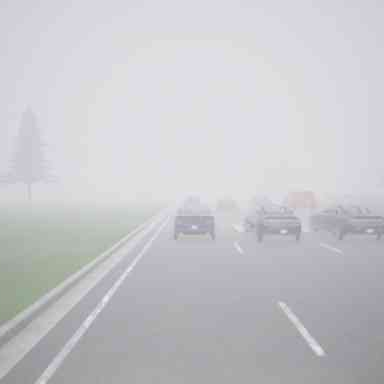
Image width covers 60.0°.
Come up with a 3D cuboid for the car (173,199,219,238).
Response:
[{"bbox_3d":[0.107,1.308,16.435,1.882,1.535,5.008,0,1,0],"label":"car"}]

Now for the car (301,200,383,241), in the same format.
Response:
[{"bbox_3d":[7.107,1.328,15.716,2.128,1.511,4.902,0,1,0],"label":"car"}]

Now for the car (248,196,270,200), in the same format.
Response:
[{"bbox_3d":[7.072,1.133,34.857,2.128,1.511,4.902,0,1,0],"label":"car"}]

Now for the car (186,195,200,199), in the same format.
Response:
[{"bbox_3d":[0.083,1.133,36.156,1.837,1.490,4.892,0,1,0],"label":"car"}]

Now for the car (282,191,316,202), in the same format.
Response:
[{"bbox_3d":[10.573,0.877,33.203,2.150,2.045,5.566,0,0,0],"label":"car"}]

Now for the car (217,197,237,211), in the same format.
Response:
[{"bbox_3d":[3.575,1.201,35.192,1.994,1.385,4.181,0,1,0],"label":"car"}]

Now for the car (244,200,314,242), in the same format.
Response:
[{"bbox_3d":[3.606,1.329,15.499,2.128,1.511,4.902,0,0,0],"label":"car"}]
